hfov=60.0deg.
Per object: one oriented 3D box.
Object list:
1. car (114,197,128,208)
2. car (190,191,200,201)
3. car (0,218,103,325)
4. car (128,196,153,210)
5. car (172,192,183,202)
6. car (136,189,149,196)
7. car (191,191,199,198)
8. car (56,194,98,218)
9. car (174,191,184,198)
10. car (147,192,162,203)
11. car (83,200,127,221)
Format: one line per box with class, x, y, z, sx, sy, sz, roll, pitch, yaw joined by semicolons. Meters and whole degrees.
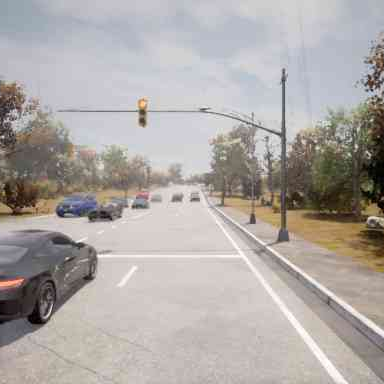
car;-10.217;1.509;46.930;1.837;1.490;4.892;0;2;1
car;0.641;1.092;64.621;1.895;1.301;4.718;0;3;1
car;-3.402;1.527;7.001;1.812;1.442;4.674;0;0;-1
car;-6.743;1.573;43.935;1.994;1.385;4.181;0;0;1
car;-2.865;1.022;64.142;1.837;1.490;4.892;0;3;1
car;-9.931;0.522;68.146;2.150;2.045;5.566;0;3;1
car;0.638;0.507;74.493;1.812;1.442;4.674;0;3;1
car;-10.520;1.227;31.030;2.150;2.045;5.566;0;0;5
car;-2.870;0.601;74.076;1.895;1.301;4.718;0;3;1
car;-6.546;1.173;61.617;1.812;1.442;4.674;0;3;1
car;-6.902;1.606;26.871;1.895;1.301;4.718;0;0;1
